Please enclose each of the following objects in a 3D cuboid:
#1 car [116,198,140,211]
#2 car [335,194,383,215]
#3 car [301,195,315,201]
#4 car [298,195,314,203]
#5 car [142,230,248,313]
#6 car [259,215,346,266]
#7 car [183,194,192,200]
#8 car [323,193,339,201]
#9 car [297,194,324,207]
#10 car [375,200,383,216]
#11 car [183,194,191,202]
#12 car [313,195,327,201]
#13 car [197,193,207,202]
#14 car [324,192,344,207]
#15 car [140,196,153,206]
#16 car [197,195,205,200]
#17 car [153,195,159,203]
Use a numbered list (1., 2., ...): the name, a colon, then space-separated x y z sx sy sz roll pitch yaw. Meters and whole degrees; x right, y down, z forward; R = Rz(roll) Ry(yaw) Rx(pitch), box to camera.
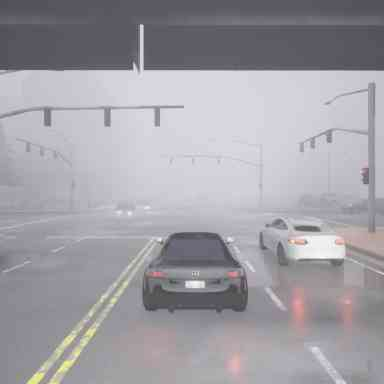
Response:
1. car: -7.947 1.564 40.599 1.994 1.385 4.181 0 0 0
2. car: 17.271 1.353 33.188 4.553 1.767 2.097 0 0 1
3. car: 27.918 1.395 79.974 1.970 1.475 3.806 0 0 0
4. car: 22.194 1.395 64.856 1.970 1.475 3.806 0 0 0
5. car: 0.067 1.564 7.745 1.994 1.385 4.181 0 0 0
6. car: 3.582 1.526 11.405 1.812 1.442 4.674 0 0 0
7. car: -1.154 1.351 86.076 2.128 1.511 4.902 0 0 0
8. car: 33.496 1.153 80.040 1.932 1.855 4.605 0 0 0
9. car: 16.646 1.153 47.426 1.932 1.855 4.605 0 0 0
10. car: 19.151 1.601 29.667 4.718 1.301 1.895 0 0 1
11. car: -1.095 1.593 77.006 1.895 1.301 4.718 0 0 0
12. car: 30.813 1.364 79.982 1.784 1.438 3.905 0 0 0
13. car: 2.405 1.223 77.031 2.150 2.045 5.566 0 0 0
14. car: 19.540 1.156 47.380 1.905 1.878 3.866 0 0 0
15. car: -8.041 1.601 55.121 1.895 1.301 4.718 0 0 0
16. car: 2.346 1.378 86.099 1.994 1.385 4.181 0 0 0
17. car: -8.052 1.478 70.262 1.882 1.535 5.008 0 0 0
